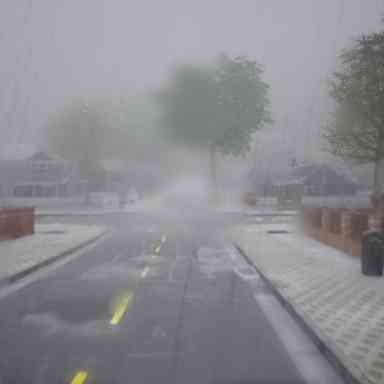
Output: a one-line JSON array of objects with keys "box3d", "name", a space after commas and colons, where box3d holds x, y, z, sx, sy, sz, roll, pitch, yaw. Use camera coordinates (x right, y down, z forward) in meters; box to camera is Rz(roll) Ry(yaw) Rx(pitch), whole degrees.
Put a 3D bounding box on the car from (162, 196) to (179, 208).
[{"box3d": [-2.759, 1.287, 42.956, 1.837, 1.490, 4.892, 0, 3, 0], "name": "car"}]
